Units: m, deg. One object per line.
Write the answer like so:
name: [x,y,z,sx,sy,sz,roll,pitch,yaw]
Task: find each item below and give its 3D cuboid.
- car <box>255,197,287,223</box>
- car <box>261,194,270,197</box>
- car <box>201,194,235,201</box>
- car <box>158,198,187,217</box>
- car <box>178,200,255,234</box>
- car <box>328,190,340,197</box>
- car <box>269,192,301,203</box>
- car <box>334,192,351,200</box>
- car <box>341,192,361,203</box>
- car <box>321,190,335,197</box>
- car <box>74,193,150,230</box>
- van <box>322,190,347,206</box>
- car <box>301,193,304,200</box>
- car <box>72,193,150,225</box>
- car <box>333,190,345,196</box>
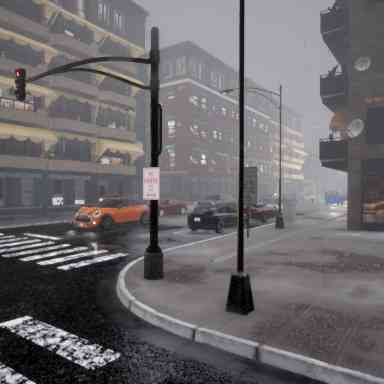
car: [4.659,1.283,22.480,1.802,1.307,4.206,2,2,35]
car: [10.638,0.880,45.560,1.947,1.339,4.313,2,2,35]
car: [2.046,0.955,28.848,2.097,1.767,4.553,1,1,36]
car: [-2.174,1.181,27.330,1.887,1.381,4.507,2,2,35]
car: [1.456,1.348,17.922,1.947,1.339,4.313,2,2,35]
car: [33.060,0.336,77.463,1.802,1.307,4.206,2,2,35]
car: [12.162,0.951,43.174,1.895,1.301,4.718,1,1,36]
car: [25.914,0.696,57.244,1.895,1.301,4.718,1,1,35]
car: [23.878,0.764,49.824,1.887,1.381,4.507,2,2,35]
car: [29.857,0.379,72.905,1.887,1.381,4.507,2,2,35]
car: [-4.560,1.121,19.449,2.097,1.767,4.553,1,1,35]
van: [17.474,0.721,40.705,1.690,1.788,3.998,2,2,35]
car: [17.044,0.720,54.675,1.947,1.339,4.313,2,2,35]
car: [-5.375,1.032,22.766,2.192,1.841,5.009,2,2,35]
car: [36.263,0.257,82.020,1.802,1.307,4.206,2,2,35]
